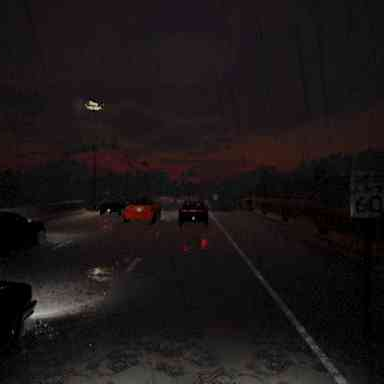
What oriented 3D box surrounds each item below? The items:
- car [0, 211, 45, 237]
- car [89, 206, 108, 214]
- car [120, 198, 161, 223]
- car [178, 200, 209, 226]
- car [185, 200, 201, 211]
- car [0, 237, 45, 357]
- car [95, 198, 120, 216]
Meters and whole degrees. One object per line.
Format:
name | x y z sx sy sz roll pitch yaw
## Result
car | -6.903 1.387 11.562 1.882 1.535 5.008 0 0 0
car | -17.522 3.427 62.722 2.033 1.411 5.357 0 -6 0
car | -3.406 1.167 23.627 2.097 1.767 4.553 0 0 0
car | 0.095 1.319 21.986 2.128 1.511 4.902 0 0 0
car | 0.090 1.665 40.435 1.895 1.301 4.718 0 -3 0
car | -3.400 1.524 2.865 2.033 1.411 5.357 0 0 0
car | -6.908 1.297 30.011 1.837 1.490 4.892 0 0 0
